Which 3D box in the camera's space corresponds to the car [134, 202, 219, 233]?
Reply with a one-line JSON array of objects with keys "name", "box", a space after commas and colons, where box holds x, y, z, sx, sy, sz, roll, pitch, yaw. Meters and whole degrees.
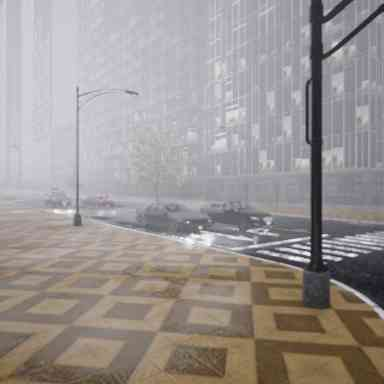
[{"name": "car", "box": [-1.222, 1.287, 18.162, 2.033, 1.411, 5.357, 0, 1, -38]}]

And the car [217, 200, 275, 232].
[{"name": "car", "box": [2.391, 1.258, 18.825, 2.128, 1.511, 4.902, 0, 1, -38]}]

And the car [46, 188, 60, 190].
[{"name": "car", "box": [-19.431, 0.124, 46.871, 2.097, 1.767, 4.553, 0, 1, -38]}]

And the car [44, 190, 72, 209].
[{"name": "car", "box": [-13.881, 0.854, 34.338, 2.128, 1.511, 4.902, 0, 1, -38]}]

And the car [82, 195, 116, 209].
[{"name": "car", "box": [-9.549, 1.014, 34.060, 1.895, 1.301, 4.718, 0, 1, -38]}]
